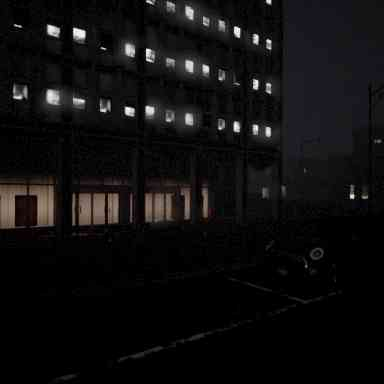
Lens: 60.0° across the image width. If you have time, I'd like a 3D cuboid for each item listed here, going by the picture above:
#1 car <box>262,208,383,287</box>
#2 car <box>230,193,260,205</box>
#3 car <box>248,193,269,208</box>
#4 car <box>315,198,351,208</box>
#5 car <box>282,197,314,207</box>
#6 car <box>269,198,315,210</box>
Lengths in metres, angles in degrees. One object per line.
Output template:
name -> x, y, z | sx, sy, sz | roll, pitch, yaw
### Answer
car -> 3.850, 1.441, 9.312 | 4.097, 1.590, 1.967 | 0, 0, -36
car -> 9.157, 1.168, 57.615 | 2.192, 1.841, 5.009 | 1, 0, -35
car -> 8.567, 1.168, 43.742 | 2.192, 1.841, 5.009 | 1, 0, -35
car -> 18.511, 1.447, 44.095 | 1.752, 1.417, 4.829 | 1, 0, -35
car -> 15.457, 1.480, 48.509 | 1.802, 1.307, 4.206 | 1, 0, -35
car -> 11.716, 1.427, 39.188 | 2.008, 1.369, 4.403 | 1, 0, -35
